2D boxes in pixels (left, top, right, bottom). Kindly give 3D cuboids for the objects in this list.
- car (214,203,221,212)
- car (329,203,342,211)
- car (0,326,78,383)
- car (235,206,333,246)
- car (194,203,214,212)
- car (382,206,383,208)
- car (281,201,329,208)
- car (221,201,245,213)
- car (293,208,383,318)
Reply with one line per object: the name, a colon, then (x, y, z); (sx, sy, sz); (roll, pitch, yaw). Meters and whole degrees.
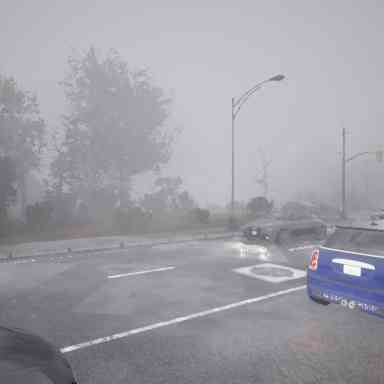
car: (3.838, 2.599, 54.834); (2.128, 1.511, 4.902); (0, -3, -32)
car: (14.608, 1.721, 37.637); (2.128, 1.511, 4.902); (0, -2, -33)
car: (-3.060, 1.492, 1.563); (4.902, 1.511, 2.128); (0, 0, -36)
car: (4.350, 1.583, 15.541); (4.181, 1.385, 1.994); (0, 0, -34)
car: (1.040, 2.608, 52.711); (1.812, 1.442, 4.674); (0, -3, -32)
car: (10.481, 1.254, 15.479); (5.566, 2.045, 2.150); (0, 0, -33)
car: (11.712, 1.724, 35.734); (1.837, 1.490, 4.892); (0, -1, -29)
car: (6.387, 1.924, 44.173); (2.097, 1.767, 4.553); (0, -3, -32)
car: (4.470, 1.361, 6.892); (4.553, 1.767, 2.097); (0, 0, -35)
